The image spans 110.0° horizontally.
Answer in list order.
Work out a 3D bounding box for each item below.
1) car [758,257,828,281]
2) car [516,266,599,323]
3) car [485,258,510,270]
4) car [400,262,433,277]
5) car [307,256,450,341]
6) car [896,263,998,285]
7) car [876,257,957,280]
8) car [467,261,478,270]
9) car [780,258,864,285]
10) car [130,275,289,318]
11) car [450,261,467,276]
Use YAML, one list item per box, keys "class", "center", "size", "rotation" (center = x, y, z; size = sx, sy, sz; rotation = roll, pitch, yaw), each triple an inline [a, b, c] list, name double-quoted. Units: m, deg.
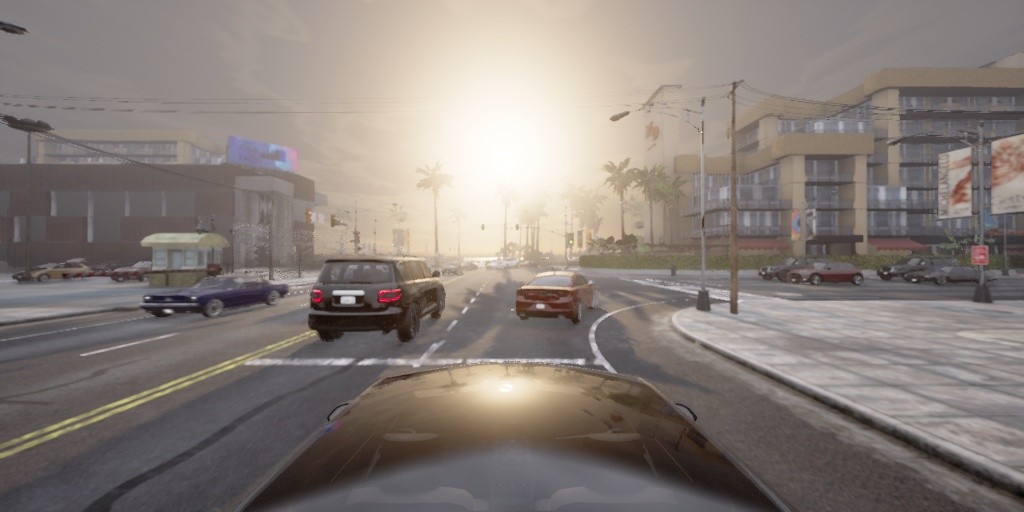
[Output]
- class: "car"
  center: [23.924, 1.097, 30.203]
  size: [5.566, 2.045, 2.150]
  rotation: [0, 0, 0]
- class: "car"
  center: [1.722, 1.276, 12.525]
  size: [1.882, 1.535, 5.008]
  rotation: [-1, 0, 22]
- class: "car"
  center: [-2.618, 1.531, 59.261]
  size: [1.812, 1.442, 4.674]
  rotation: [0, 0, 26]
- class: "car"
  center: [-10.374, 1.410, 39.420]
  size: [2.128, 1.511, 4.902]
  rotation: [0, 0, 2]
- class: "car"
  center: [-3.403, 1.011, 10.139]
  size: [2.150, 2.045, 5.566]
  rotation: [0, 0, 0]
- class: "car"
  center: [32.643, 1.408, 26.759]
  size: [5.357, 1.411, 2.033]
  rotation: [0, 0, 0]
- class: "car"
  center: [34.275, 1.097, 30.270]
  size: [5.566, 2.045, 2.150]
  rotation: [0, 0, 0]
- class: "car"
  center: [-7.134, 1.563, 57.522]
  size: [1.994, 1.385, 4.181]
  rotation: [0, 0, 21]
- class: "car"
  center: [23.175, 1.212, 26.688]
  size: [4.553, 1.767, 2.097]
  rotation: [0, 0, 0]
- class: "car"
  center: [-10.597, 1.403, 13.270]
  size: [1.895, 1.301, 4.718]
  rotation: [0, 0, 0]
- class: "car"
  center: [-6.824, 1.430, 41.151]
  size: [1.837, 1.490, 4.892]
  rotation: [0, 0, 4]
